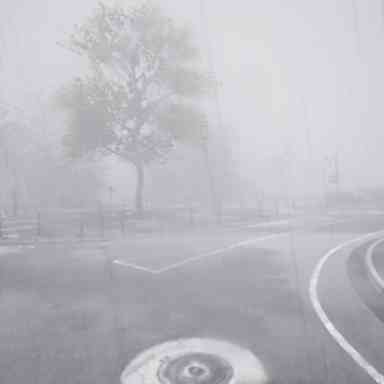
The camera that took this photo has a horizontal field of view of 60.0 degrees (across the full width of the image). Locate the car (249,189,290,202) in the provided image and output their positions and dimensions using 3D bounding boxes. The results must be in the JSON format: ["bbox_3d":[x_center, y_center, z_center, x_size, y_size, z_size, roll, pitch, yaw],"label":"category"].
[{"bbox_3d":[11.201,0.530,50.218,2.435,2.045,5.566,0,0,-44],"label":"car"}]

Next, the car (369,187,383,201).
[{"bbox_3d":[22.409,0.370,44.070,2.435,2.045,5.566,0,-1,-44],"label":"car"}]

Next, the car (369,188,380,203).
[{"bbox_3d":[20.330,0.634,42.023,2.097,1.535,5.008,0,0,-44],"label":"car"}]

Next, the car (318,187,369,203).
[{"bbox_3d":[18.128,0.523,39.933,2.185,1.767,4.553,0,0,-44],"label":"car"}]

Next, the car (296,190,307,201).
[{"bbox_3d":[15.128,0.509,54.014,2.435,2.045,5.566,0,0,-44],"label":"car"}]

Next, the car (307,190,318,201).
[{"bbox_3d":[19.110,0.773,58.122,1.946,1.575,5.366,0,-1,-44],"label":"car"}]

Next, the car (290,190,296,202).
[{"bbox_3d":[13.107,0.771,52.088,2.231,1.521,4.892,0,0,-44],"label":"car"}]

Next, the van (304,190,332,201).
[{"bbox_3d":[23.259,0.585,61.680,1.878,1.987,4.442,1,-1,-44],"label":"van"}]

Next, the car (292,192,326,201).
[{"bbox_3d":[21.032,0.789,59.962,1.946,1.575,5.366,1,-1,-44],"label":"car"}]
